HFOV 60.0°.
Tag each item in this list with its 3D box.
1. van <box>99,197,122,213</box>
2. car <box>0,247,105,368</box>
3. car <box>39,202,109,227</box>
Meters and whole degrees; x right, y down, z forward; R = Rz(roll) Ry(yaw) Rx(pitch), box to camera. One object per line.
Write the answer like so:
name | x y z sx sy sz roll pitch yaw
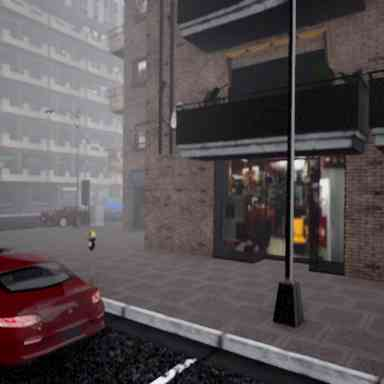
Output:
van | -8.709 1.450 37.855 1.690 1.788 3.998 0 0 36
car | -3.142 1.552 5.242 4.206 1.307 1.802 0 1 36
car | -8.528 1.644 23.737 1.887 1.381 4.507 0 -1 36
